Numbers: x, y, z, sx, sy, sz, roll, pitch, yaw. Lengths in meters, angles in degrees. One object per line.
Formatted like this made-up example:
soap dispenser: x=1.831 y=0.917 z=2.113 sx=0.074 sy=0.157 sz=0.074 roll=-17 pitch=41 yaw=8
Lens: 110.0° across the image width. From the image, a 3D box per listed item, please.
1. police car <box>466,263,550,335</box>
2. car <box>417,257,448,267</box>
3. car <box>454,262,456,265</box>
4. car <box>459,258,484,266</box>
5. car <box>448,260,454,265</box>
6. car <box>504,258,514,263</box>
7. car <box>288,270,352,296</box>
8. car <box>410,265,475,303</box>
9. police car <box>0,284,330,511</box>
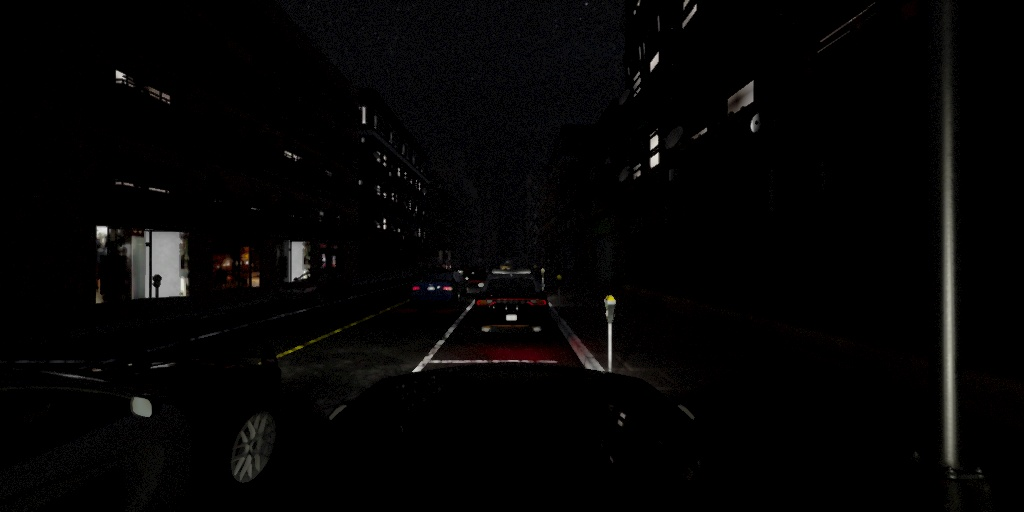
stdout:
police car: x=-0.011 y=1.175 z=10.609 sx=1.930 sy=1.638 sz=5.238 roll=0 pitch=0 yaw=0
car: x=-8.837 y=1.063 z=39.007 sx=2.192 sy=1.841 sz=5.009 roll=0 pitch=0 yaw=0
car: x=-8.837 y=1.292 z=50.280 sx=1.888 sy=1.381 sz=4.507 roll=0 pitch=0 yaw=0
car: x=-3.145 y=1.235 z=31.464 sx=1.882 sy=1.535 sz=5.008 roll=0 pitch=0 yaw=0
car: x=-8.837 y=1.188 z=44.643 sx=1.967 sy=1.591 sz=4.097 roll=0 pitch=0 yaw=0
car: x=-0.456 y=1.274 z=39.173 sx=1.751 sy=1.417 sz=4.829 roll=0 pitch=0 yaw=0
car: x=-8.837 y=1.332 z=16.462 sx=1.802 sy=1.307 sz=4.207 roll=0 pitch=0 yaw=0
car: x=-3.145 y=1.314 z=16.464 sx=2.033 sy=1.411 sz=5.357 roll=0 pitch=0 yaw=0
police car: x=-3.145 y=1.175 z=1.609 sx=1.930 sy=1.638 sz=5.238 roll=0 pitch=0 yaw=0
